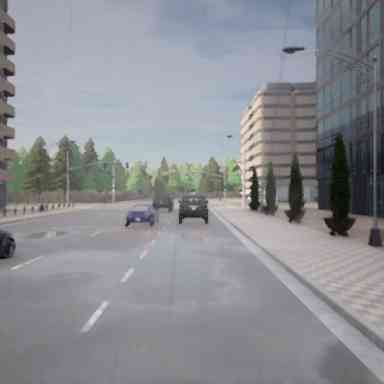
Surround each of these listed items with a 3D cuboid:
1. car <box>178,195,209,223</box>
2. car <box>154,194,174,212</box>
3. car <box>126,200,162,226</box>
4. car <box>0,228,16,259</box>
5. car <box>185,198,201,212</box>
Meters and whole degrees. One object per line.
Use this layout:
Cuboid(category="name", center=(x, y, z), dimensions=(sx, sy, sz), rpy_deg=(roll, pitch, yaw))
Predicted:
Cuboid(category="car", center=(0.115, 1.238, 25.434), dimensions=(2.150, 2.045, 5.566), rpy_deg=(0, 0, 0))
Cuboid(category="car", center=(-3.382, 1.246, 39.480), dimensions=(2.150, 2.045, 5.566), rpy_deg=(0, 0, 0))
Cuboid(category="car", center=(-3.390, 1.539, 23.141), dimensions=(1.812, 1.442, 4.674), rpy_deg=(0, 0, 0))
Cuboid(category="car", center=(-7.077, 1.569, 9.772), dimensions=(1.994, 1.385, 4.181), rpy_deg=(0, 0, 0))
Cuboid(category="car", center=(0.133, 1.530, 40.412), dimensions=(1.837, 1.490, 4.892), rpy_deg=(0, 0, 1))
